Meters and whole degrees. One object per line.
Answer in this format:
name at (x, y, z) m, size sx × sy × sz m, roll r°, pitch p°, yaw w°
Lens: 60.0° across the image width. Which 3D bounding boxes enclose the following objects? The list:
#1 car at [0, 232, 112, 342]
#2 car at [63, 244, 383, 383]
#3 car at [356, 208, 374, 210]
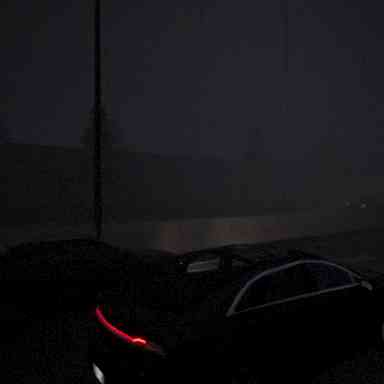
car at (-2.258, 1.525, 6.455) m, size 4.674 × 1.442 × 1.812 m, roll 0°, pitch 0°, yaw -35°
car at (1.093, 1.490, 4.542) m, size 4.902 × 1.511 × 2.128 m, roll 0°, pitch 0°, yaw -35°
car at (16.884, 1.534, 28.952) m, size 5.357 × 1.411 × 2.033 m, roll 0°, pitch 0°, yaw -36°
